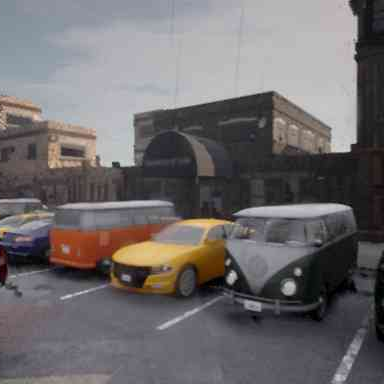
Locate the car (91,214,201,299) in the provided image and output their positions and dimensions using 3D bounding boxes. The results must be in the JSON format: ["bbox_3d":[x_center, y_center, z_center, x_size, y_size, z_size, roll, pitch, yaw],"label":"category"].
[{"bbox_3d":[0.094,1.500,8.894,2.097,1.535,5.008,0,0,35],"label":"car"}]

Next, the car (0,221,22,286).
[{"bbox_3d":[-6.337,1.517,7.912,5.008,1.535,1.882,0,0,36],"label":"car"}]

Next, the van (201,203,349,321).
[{"bbox_3d":[2.268,1.264,7.194,1.878,1.987,4.442,0,0,35],"label":"van"}]

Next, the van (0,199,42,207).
[{"bbox_3d":[-8.823,1.324,15.391,1.878,1.987,4.442,0,0,35],"label":"van"}]

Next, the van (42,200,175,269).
[{"bbox_3d":[-2.088,1.286,10.587,1.878,1.987,4.442,0,0,35],"label":"van"}]

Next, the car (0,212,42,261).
[{"bbox_3d":[-4.400,1.564,12.090,2.002,1.452,4.674,0,0,35],"label":"car"}]

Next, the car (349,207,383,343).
[{"bbox_3d":[4.597,1.227,5.711,2.435,2.045,5.566,0,0,35],"label":"car"}]

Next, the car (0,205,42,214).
[{"bbox_3d":[-6.752,1.534,13.542,1.946,1.575,5.366,0,0,35],"label":"car"}]
